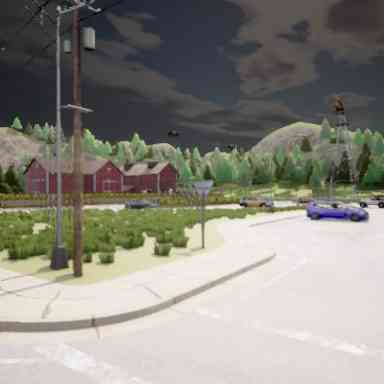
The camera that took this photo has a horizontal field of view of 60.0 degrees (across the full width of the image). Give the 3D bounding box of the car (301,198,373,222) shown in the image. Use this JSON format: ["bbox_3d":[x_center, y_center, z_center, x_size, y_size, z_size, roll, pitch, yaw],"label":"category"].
[{"bbox_3d":[11.608,1.518,26.735,4.611,1.667,2.242,0,0,35],"label":"car"}]

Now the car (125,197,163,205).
[{"bbox_3d":[-6.512,1.705,43.690,4.892,1.490,1.837,0,1,23],"label":"car"}]

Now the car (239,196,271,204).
[{"bbox_3d":[8.757,1.436,45.814,4.605,1.855,1.932,0,0,35],"label":"car"}]

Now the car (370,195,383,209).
[{"bbox_3d":[25.457,1.351,46.589,3.866,1.878,1.905,0,0,35],"label":"car"}]

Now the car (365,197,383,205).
[{"bbox_3d":[32.706,1.547,57.970,4.193,1.474,1.816,0,0,35],"label":"car"}]

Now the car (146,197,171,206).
[{"bbox_3d":[-6.406,1.752,63.280,1.882,1.535,5.008,0,0,35],"label":"car"}]

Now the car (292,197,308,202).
[{"bbox_3d":[21.472,1.647,64.353,3.905,1.438,1.784,0,0,35],"label":"car"}]
